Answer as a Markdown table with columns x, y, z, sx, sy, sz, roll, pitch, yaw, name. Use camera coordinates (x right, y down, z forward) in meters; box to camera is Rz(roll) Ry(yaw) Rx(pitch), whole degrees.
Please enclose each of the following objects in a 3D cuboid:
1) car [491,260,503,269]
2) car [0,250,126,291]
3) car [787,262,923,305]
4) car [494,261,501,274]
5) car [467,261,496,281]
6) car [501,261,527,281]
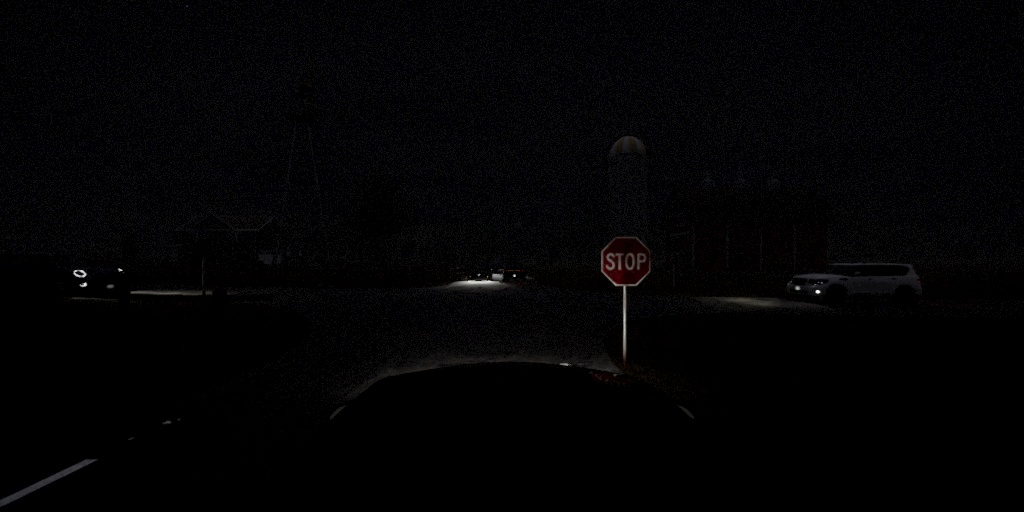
| x | y | z | sx | sy | sz | roll | pitch | yaw | name |
| --- | --- | --- | --- | --- | --- | --- | --- | --- | --- |
| -2.557 | 1.538 | 63.202 | 1.882 | 1.535 | 5.008 | 0 | -1 | 1 | car |
| -19.364 | 0.667 | 15.305 | 4.553 | 1.767 | 2.097 | 1 | 0 | 0 | car |
| 17.306 | 1.332 | 18.232 | 5.566 | 2.045 | 2.150 | 1 | 0 | 0 | car |
| -2.687 | 1.506 | 44.595 | 1.895 | 1.301 | 4.718 | 0 | 0 | 0 | car |
| -2.748 | 1.400 | 31.648 | 1.994 | 1.385 | 4.181 | 0 | 0 | 0 | car |
| 0.212 | 1.339 | 31.149 | 1.837 | 1.490 | 4.892 | 0 | 0 | 0 | car |
